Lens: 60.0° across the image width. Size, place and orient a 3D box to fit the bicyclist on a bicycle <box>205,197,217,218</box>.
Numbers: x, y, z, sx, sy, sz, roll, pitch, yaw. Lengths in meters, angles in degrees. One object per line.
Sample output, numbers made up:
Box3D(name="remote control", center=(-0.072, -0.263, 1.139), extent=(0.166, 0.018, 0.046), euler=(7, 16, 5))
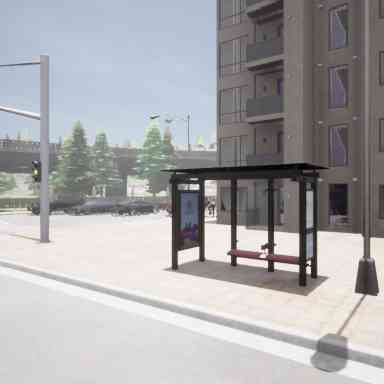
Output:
Box3D(name="bicyclist on a bicycle", center=(1.336, 1.245, 26.619), extent=(1.656, 1.620, 0.582), euler=(0, 0, 36))

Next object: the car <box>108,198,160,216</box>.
Box3D(name="car", center=(-5.222, 1.449, 31.670), extent=(1.837, 1.490, 4.892), euler=(0, 0, 37))

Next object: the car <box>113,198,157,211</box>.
Box3D(name="car", center=(-6.888, 1.492, 40.984), extent=(2.033, 1.411, 5.357), euler=(0, 0, 40))

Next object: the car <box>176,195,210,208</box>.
Box3D(name="car", center=(0.151, 1.297, 47.392), extent=(4.553, 1.767, 2.097), euler=(0, 0, -34))

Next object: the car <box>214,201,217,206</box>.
Box3D(name="car", center=(5.404, 1.449, 46.757), extent=(4.892, 1.490, 1.837), euler=(0, 0, -29))

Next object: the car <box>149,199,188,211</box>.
Box3D(name="car", center=(-2.825, 1.545, 40.301), extent=(1.895, 1.301, 4.718), euler=(0, 0, 43))

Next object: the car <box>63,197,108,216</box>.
Box3D(name="car", center=(-9.276, 1.492, 32.367), extent=(2.033, 1.411, 5.357), euler=(0, 0, 37))

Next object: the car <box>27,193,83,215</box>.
Box3D(name="car", center=(-13.208, 1.166, 32.917), extent=(2.150, 2.045, 5.566), euler=(0, 0, 37))

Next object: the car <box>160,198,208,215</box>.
Box3D(name="car", center=(-0.546, 1.470, 32.017), extent=(1.812, 1.442, 4.674), euler=(0, 0, 38))
